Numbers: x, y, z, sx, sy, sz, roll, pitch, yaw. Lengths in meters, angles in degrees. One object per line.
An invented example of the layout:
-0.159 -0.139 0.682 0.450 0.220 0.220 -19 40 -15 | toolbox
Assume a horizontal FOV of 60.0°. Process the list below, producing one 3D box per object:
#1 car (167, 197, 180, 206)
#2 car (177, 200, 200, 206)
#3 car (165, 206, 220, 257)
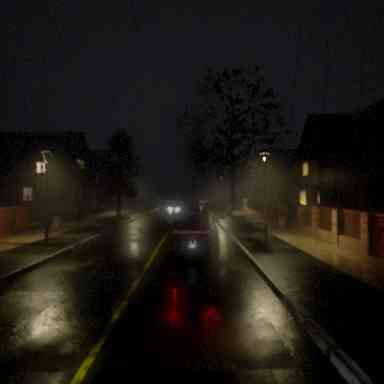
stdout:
-2.797 1.630 52.932 2.128 1.511 4.902 0 0 1 | car
0.046 1.621 28.356 1.994 1.385 4.181 0 0 0 | car
0.041 1.513 13.006 2.128 1.511 4.902 0 0 1 | car
